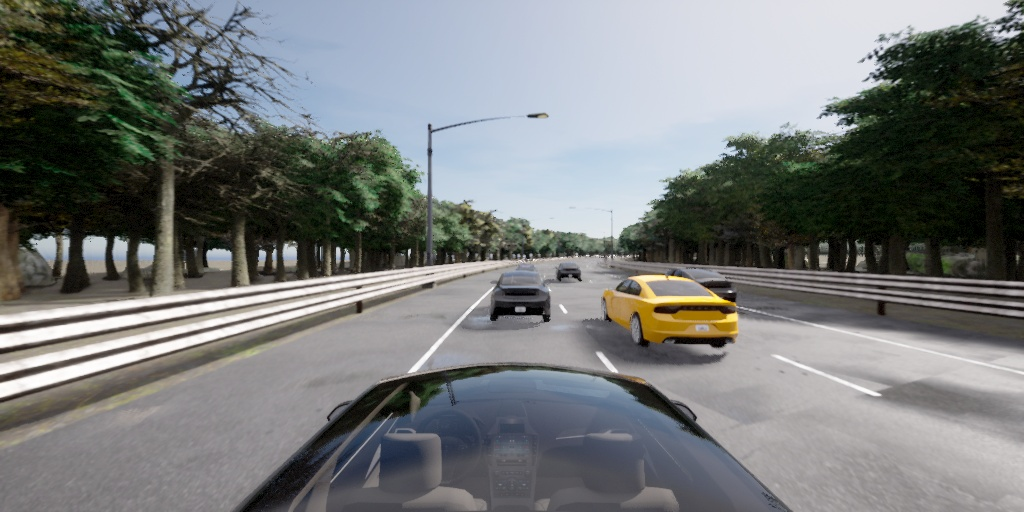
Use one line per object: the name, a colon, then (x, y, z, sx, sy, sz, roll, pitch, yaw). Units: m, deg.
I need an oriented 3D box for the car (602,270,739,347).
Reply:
car: (3.723, 1.243, 9.399, 1.882, 1.535, 5.008, 0, 0, 1)

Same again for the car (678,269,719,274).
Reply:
car: (7.389, 1.282, 15.108, 1.837, 1.490, 4.892, 0, 0, 2)

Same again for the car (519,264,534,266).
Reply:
car: (1.239, 1.359, 30.755, 1.994, 1.385, 4.181, 0, 0, 4)

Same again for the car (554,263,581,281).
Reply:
car: (4.705, 1.302, 30.215, 1.837, 1.490, 4.892, 0, 0, 4)

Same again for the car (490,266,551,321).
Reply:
car: (0.301, 1.271, 12.536, 1.837, 1.490, 4.892, 0, 0, 1)
